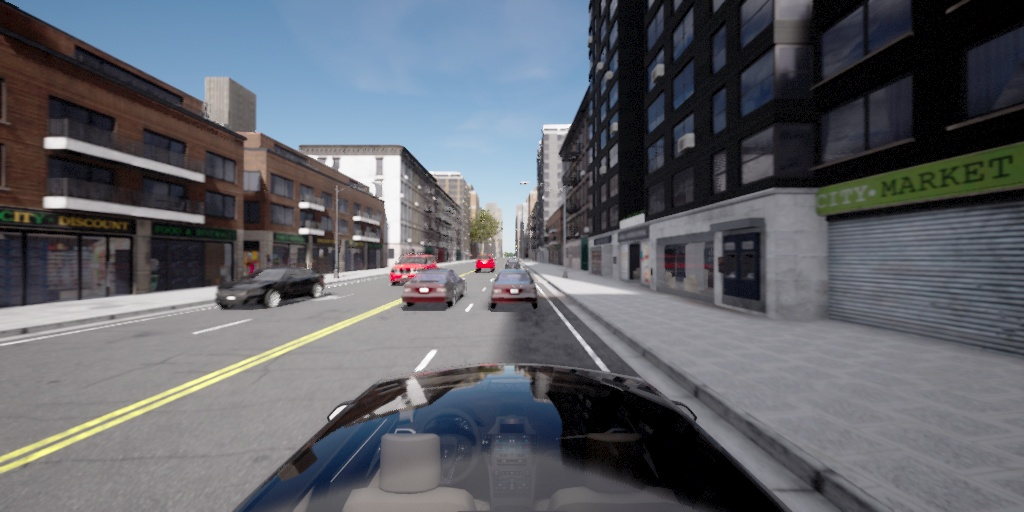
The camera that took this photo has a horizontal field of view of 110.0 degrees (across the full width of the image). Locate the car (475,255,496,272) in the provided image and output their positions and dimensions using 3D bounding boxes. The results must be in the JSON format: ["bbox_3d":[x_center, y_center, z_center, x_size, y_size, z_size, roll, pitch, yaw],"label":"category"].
[{"bbox_3d":[-3.152,0.871,43.464,2.150,2.045,5.566,0,0,0],"label":"car"}]

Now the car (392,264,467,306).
[{"bbox_3d":[-3.159,1.263,15.403,2.033,1.411,5.357,0,0,0],"label":"car"}]

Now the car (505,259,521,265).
[{"bbox_3d":[0.097,1.135,46.241,2.128,1.511,4.902,0,0,0],"label":"car"}]

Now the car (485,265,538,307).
[{"bbox_3d":[0.087,1.264,15.135,2.033,1.411,5.357,0,0,0],"label":"car"}]

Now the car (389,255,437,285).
[{"bbox_3d":[-6.595,0.914,24.758,2.150,2.045,5.566,0,0,0],"label":"car"}]

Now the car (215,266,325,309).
[{"bbox_3d":[-9.849,1.195,15.070,1.882,1.535,5.008,0,0,0],"label":"car"}]
